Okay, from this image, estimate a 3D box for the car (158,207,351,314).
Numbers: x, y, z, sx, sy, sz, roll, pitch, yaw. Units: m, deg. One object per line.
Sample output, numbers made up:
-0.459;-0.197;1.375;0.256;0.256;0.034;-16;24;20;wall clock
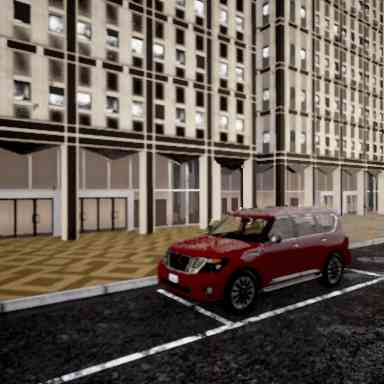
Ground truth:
1.698;1.318;7.778;5.009;1.841;2.192;0;0;-36;car
